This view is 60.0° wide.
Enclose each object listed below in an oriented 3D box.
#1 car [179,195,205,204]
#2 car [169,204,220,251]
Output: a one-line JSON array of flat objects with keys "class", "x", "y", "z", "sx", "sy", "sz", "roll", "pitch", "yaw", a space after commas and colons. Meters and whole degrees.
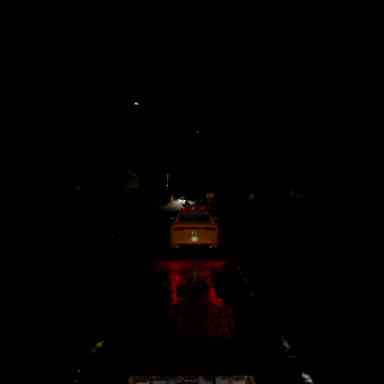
[{"class": "car", "x": 0.097, "y": 1.404, "z": 29.929, "sx": 2.097, "sy": 1.767, "sz": 4.553, "roll": 0, "pitch": 0, "yaw": 0}, {"class": "car", "x": 0.096, "y": 1.503, "z": 14.179, "sx": 1.882, "sy": 1.535, "sz": 5.008, "roll": 0, "pitch": 0, "yaw": 0}]
